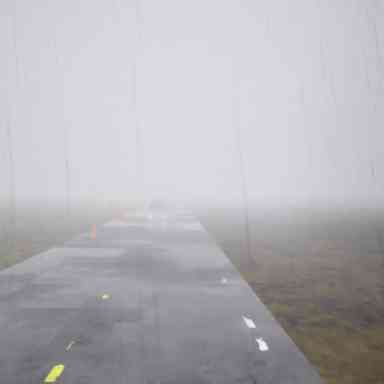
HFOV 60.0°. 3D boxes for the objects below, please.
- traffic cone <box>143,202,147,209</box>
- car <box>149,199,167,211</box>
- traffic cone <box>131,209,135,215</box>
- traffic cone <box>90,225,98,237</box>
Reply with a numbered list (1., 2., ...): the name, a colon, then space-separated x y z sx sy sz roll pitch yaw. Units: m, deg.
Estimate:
1. traffic cone: -6.010 1.795 41.124 0.340 0.580 0.340 1 0 -3
2. car: -3.940 1.484 38.882 1.895 1.301 4.718 1 0 -3
3. traffic cone: -5.508 1.838 31.136 0.340 0.580 0.340 1 0 -3
4. traffic cone: -4.754 1.876 16.153 0.340 0.580 0.340 1 0 -3
